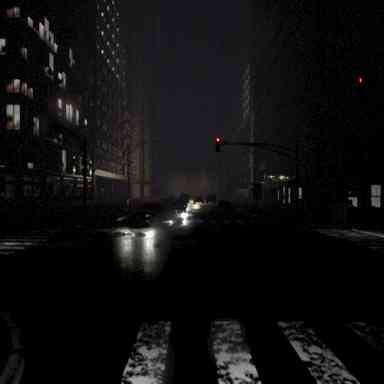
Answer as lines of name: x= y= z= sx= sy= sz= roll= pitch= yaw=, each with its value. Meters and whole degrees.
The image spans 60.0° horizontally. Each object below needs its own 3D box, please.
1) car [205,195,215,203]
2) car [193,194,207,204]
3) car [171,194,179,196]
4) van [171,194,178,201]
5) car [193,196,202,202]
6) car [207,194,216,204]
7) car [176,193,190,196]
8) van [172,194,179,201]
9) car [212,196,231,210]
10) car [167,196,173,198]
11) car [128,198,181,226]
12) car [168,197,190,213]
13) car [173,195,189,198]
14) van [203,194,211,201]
car: x=3.719 y=1.418 z=69.412 sx=1.967 sy=1.590 sz=4.097 roll=0 pitch=0 yaw=0
car: x=1.271 y=1.512 z=62.996 sx=1.812 sy=1.442 sz=4.674 roll=0 pitch=0 yaw=0
car: x=-4.135 y=1.551 z=63.846 sx=1.947 sy=1.339 sz=4.313 roll=0 pitch=0 yaw=0
van: x=-4.215 y=1.305 z=80.429 sx=1.690 sy=1.788 sz=3.998 roll=0 pitch=0 yaw=0
car: x=1.145 y=1.514 z=73.303 sx=2.033 sy=1.411 sz=5.357 roll=0 pitch=0 yaw=0
car: x=3.746 y=1.300 z=63.884 sx=2.192 sy=1.841 sz=5.009 roll=0 pitch=0 yaw=0
car: x=-1.587 y=1.242 z=67.506 sx=2.150 sy=2.045 sz=5.566 roll=0 pitch=0 yaw=0
van: x=-4.242 y=1.298 z=85.956 sx=1.690 sy=1.788 sz=3.998 roll=0 pitch=0 yaw=0
car: x=3.902 y=1.571 z=41.775 sx=1.947 sy=1.339 sz=4.313 roll=0 pitch=0 yaw=0
car: x=-4.055 y=1.583 z=47.264 sx=1.802 sy=1.307 sz=4.206 roll=0 pitch=0 yaw=0
car: x=-2.739 y=1.493 z=23.878 sx=1.882 sy=1.535 sz=5.008 roll=1 pitch=0 yaw=18
car: x=-1.539 y=1.608 z=37.924 sx=1.895 sy=1.301 sz=4.718 roll=0 pitch=0 yaw=0
car: x=-1.602 y=1.599 z=51.475 sx=1.895 sy=1.301 sz=4.718 roll=0 pitch=0 yaw=0
van: x=3.665 y=1.305 z=80.467 sx=1.690 sy=1.788 sz=3.998 roll=0 pitch=0 yaw=0
